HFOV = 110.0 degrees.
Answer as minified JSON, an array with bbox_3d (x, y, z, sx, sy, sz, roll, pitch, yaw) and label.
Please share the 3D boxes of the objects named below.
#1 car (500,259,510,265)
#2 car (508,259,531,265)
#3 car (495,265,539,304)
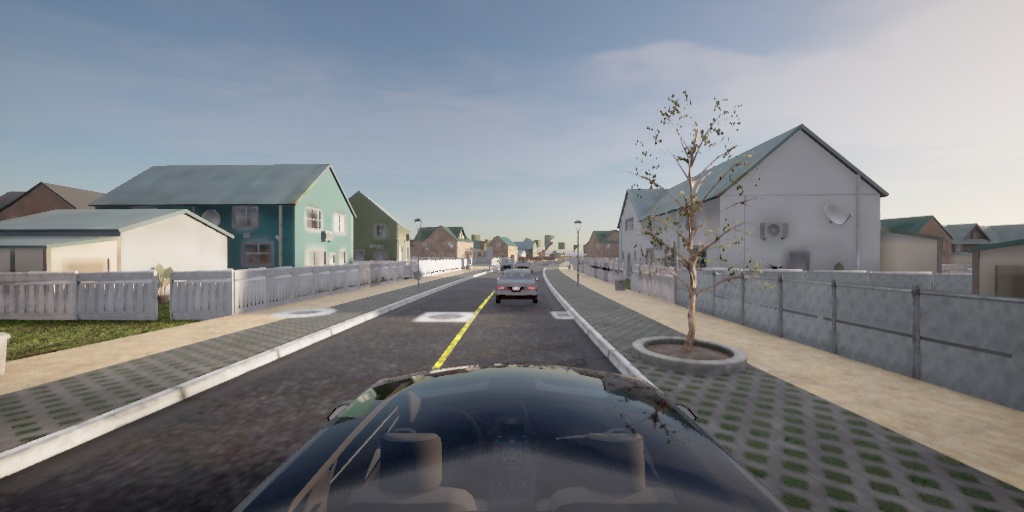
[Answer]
[{"bbox_3d":[-0.334,1.145,48.556,2.097,1.767,4.553,0,0,6],"label":"car"},{"bbox_3d":[0.977,1.262,31.362,1.837,1.490,4.892,0,0,4],"label":"car"},{"bbox_3d":[0.244,1.310,16.426,2.033,1.411,5.357,0,0,2],"label":"car"}]
